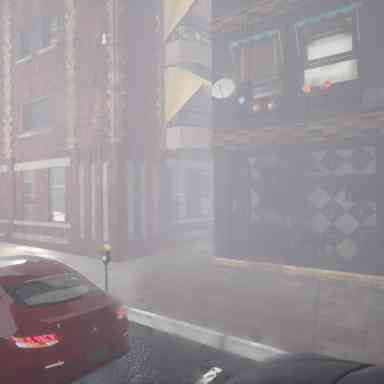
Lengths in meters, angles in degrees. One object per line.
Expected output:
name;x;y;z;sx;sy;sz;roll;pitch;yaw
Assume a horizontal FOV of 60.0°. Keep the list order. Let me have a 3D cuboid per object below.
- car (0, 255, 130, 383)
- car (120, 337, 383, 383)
car;-2.703;1.583;4.762;4.206;1.307;1.802;0;-1;35
car;1.909;1.566;1.487;4.313;1.339;1.947;0;-1;35
